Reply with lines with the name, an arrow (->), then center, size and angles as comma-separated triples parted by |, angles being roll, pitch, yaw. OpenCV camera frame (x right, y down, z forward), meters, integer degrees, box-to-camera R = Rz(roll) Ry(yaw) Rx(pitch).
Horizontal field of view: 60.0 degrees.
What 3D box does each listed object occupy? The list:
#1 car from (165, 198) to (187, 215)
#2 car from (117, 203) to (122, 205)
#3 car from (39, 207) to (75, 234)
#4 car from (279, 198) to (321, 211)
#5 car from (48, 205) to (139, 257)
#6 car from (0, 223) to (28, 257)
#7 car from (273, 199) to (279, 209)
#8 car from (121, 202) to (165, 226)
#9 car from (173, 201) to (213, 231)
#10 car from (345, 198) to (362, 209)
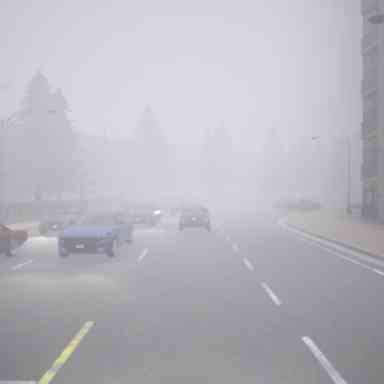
car -> -0.592, 1.601, 33.139 | 1.895, 1.301, 4.718 | 0, 0, 21
car -> -5.768, 1.601, 28.884 | 1.895, 1.301, 4.718 | 0, 0, 12
car -> -6.984, 1.564, 19.031 | 1.994, 1.385, 4.181 | 0, 0, 1
car -> 13.361, 1.549, 40.081 | 5.357, 1.411, 2.033 | 0, 0, -37
car -> -3.570, 1.478, 13.143 | 1.882, 1.535, 5.008 | 0, 0, 0
car -> -7.077, 1.601, 10.221 | 1.895, 1.301, 4.718 | 0, 0, 0
car -> 12.704, 1.494, 43.601 | 4.902, 1.511, 2.128 | 0, 0, -35
car -> -3.268, 1.505, 23.269 | 1.837, 1.490, 4.892 | 0, 0, 3
car -> 0.272, 1.548, 20.732 | 2.033, 1.411, 5.357 | 0, 0, 3
car -> 22.961, 1.528, 44.940 | 4.674, 1.442, 1.812 | 0, 0, -14
